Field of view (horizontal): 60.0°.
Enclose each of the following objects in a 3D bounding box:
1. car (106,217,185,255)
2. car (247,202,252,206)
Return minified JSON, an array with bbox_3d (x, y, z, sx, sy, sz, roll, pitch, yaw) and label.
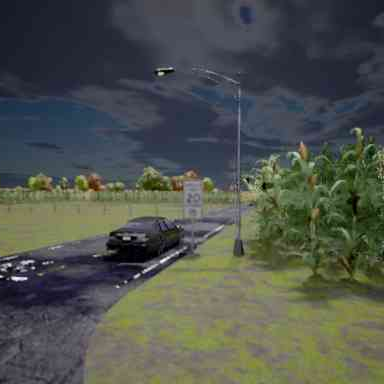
[{"bbox_3d":[-1.808,1.795,14.643,2.033,1.411,5.357,0,-1,14],"label":"car"},{"bbox_3d":[15.306,2.971,85.730,1.895,1.301,4.718,0,-1,14],"label":"car"}]
